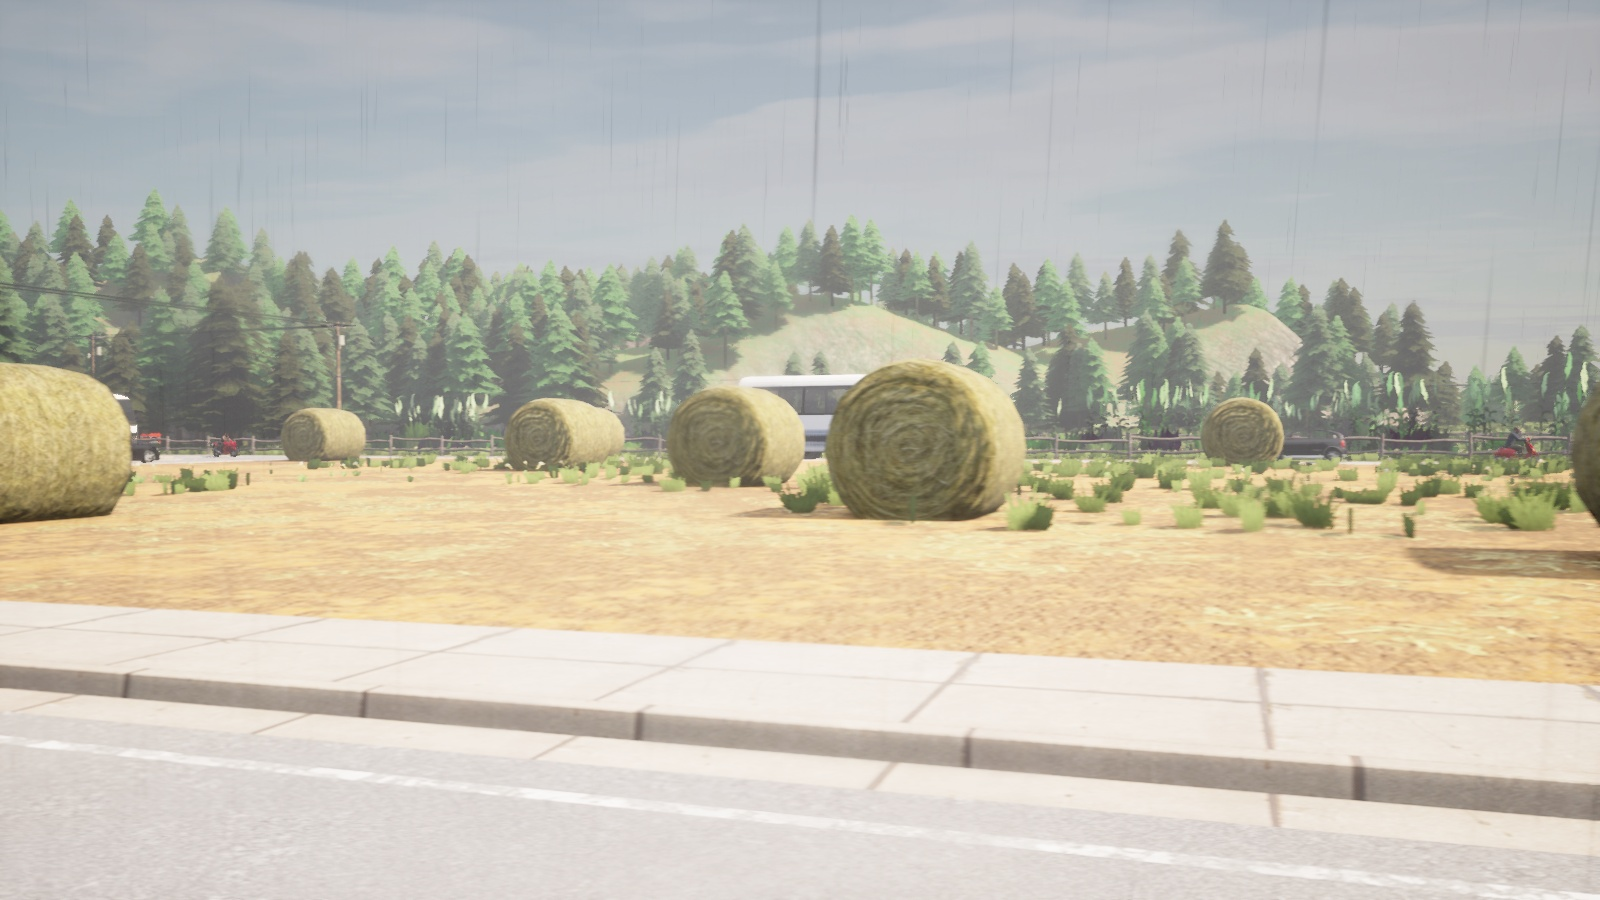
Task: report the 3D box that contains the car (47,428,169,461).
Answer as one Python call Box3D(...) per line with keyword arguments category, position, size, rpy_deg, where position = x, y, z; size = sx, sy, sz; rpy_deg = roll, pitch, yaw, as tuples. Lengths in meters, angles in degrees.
Box3D(category="car", position=(-33.029, -0.277, 60.094), size=(2.128, 1.511, 4.902), rpy_deg=(1, 1, 20))

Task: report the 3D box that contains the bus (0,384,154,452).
Box3D(category="bus", position=(-47.635, -2.051, 81.990), size=(10.273, 4.253, 3.944), rpy_deg=(1, 1, 22))

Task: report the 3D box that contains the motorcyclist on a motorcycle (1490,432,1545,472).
Box3D(category="motorcyclist on a motorcycle", position=(28.857, 0.073, 50.528), size=(1.817, 1.590, 0.866), rpy_deg=(1, 1, 22))

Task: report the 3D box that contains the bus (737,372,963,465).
Box3D(category="bus", position=(2.419, -1.531, 61.392), size=(10.273, 4.253, 3.944), rpy_deg=(1, 1, 22))

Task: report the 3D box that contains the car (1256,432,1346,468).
Box3D(category="car", position=(22.680, -0.026, 56.856), size=(3.705, 1.549, 1.789), rpy_deg=(1, 1, 22))

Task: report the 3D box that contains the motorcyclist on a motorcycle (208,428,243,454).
Box3D(category="motorcyclist on a motorcycle", position=(-35.167, -0.559, 76.886), size=(2.044, 1.523, 0.797), rpy_deg=(1, 1, 22))
